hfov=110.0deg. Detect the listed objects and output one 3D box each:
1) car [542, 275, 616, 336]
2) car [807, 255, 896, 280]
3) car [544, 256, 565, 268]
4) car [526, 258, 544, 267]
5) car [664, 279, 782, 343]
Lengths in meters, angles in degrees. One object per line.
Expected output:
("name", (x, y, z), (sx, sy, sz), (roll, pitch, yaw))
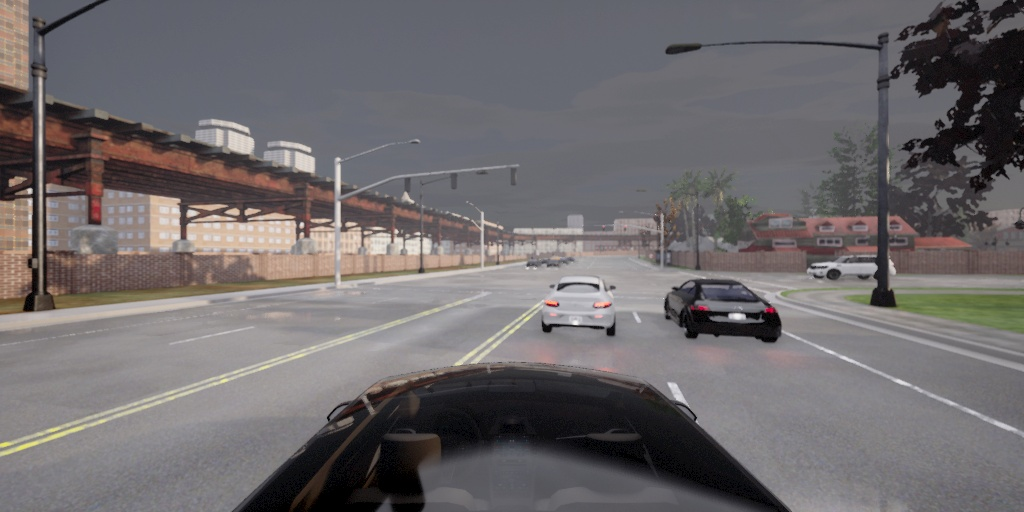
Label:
("car", (2.013, 1.272, 10.447), (1.812, 1.442, 4.674), (0, 0, 14))
("car", (28.329, 0.955, 30.048), (5.566, 2.045, 2.150), (0, 0, 12))
("car", (6.858, 1.169, 57.997), (1.994, 1.385, 4.181), (0, 1, 15))
("car", (3.736, 1.144, 59.895), (2.033, 1.411, 5.357), (0, 1, 15))
("car", (5.497, 1.310, 9.889), (1.994, 1.385, 4.181), (0, 0, 15))
